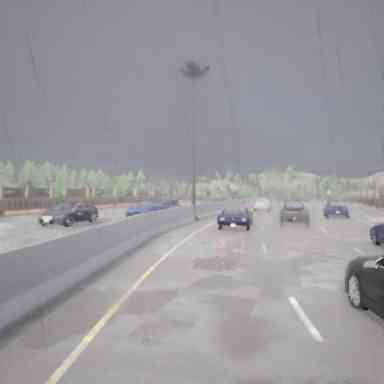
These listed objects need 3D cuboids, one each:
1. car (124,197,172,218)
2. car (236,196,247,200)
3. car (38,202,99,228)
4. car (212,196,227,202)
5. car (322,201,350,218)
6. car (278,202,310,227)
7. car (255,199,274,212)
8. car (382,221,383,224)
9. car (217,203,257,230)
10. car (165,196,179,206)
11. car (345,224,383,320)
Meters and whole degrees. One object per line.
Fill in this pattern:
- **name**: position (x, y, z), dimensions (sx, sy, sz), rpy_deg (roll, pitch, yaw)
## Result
- **car**: position (-3.401, 1.404, 25.382), dimensions (1.882, 1.535, 5.008), rpy_deg (0, 0, 15)
- **car**: position (9.767, 1.478, 64.881), dimensions (2.033, 1.411, 5.357), rpy_deg (0, 0, 19)
- **car**: position (-7.909, 1.409, 21.694), dimensions (2.128, 1.511, 4.902), rpy_deg (0, 0, 13)
- **car**: position (5.121, 1.442, 62.129), dimensions (1.994, 1.385, 4.181), rpy_deg (0, 0, 19)
- **car**: position (12.731, 1.506, 29.590), dimensions (1.812, 1.442, 4.674), rpy_deg (0, 0, 18)
- **car**: position (7.062, 1.465, 23.065), dimensions (2.128, 1.511, 4.902), rpy_deg (0, 0, 15)
- **car**: position (8.088, 1.468, 37.784), dimensions (1.812, 1.442, 4.674), rpy_deg (0, 0, 19)
- **car**: position (8.247, 1.529, 12.223), dimensions (1.812, 1.442, 4.674), rpy_deg (0, 0, 8)
- **car**: position (2.830, 1.563, 20.833), dimensions (1.895, 1.301, 4.718), rpy_deg (0, 0, 13)
- **car**: position (-3.405, 1.377, 48.085), dimensions (1.837, 1.490, 4.892), rpy_deg (0, 1, 19)
- **car**: position (3.912, 1.509, 4.840), dimensions (1.837, 1.490, 4.892), rpy_deg (0, 0, 4)
